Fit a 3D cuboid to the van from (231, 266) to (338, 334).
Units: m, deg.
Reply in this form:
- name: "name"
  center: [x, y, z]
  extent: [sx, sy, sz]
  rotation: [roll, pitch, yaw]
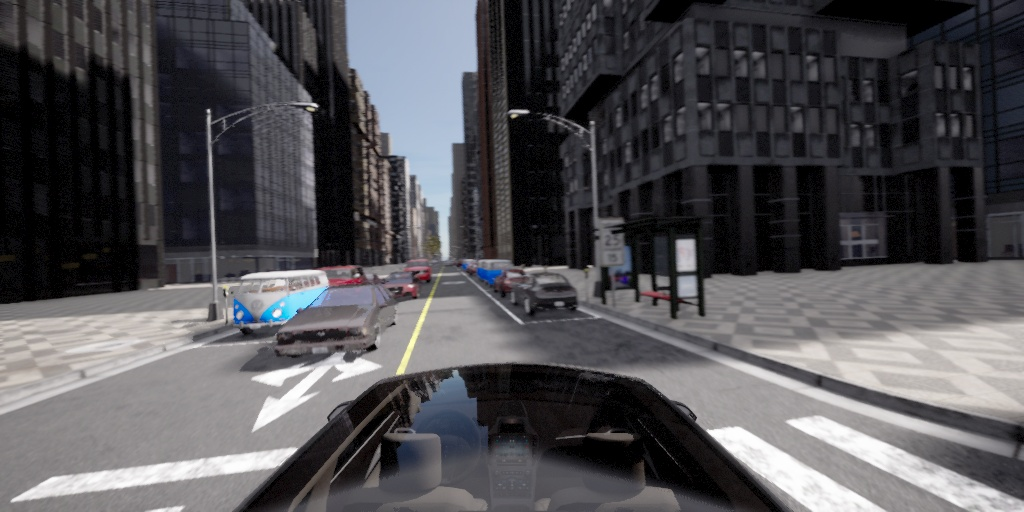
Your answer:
- name: "van"
  center: [-7.286, 1.382, 11.732]
  extent: [1.690, 1.789, 3.998]
  rotation: [0, 0, -10]

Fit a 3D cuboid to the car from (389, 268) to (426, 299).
- name: "car"
  center: [-6.000, 1.561, 19.401]
  extent: [1.994, 1.385, 4.181]
  rotation: [-2, 0, -10]

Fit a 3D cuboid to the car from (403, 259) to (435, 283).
- name: "car"
  center: [-8.246, 1.317, 31.658]
  extent: [2.150, 2.045, 5.566]
  rotation: [-2, 0, -10]

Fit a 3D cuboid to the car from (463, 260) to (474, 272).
- name: "car"
  center: [-5.027, 1.579, 46.775]
  extent: [1.802, 1.307, 4.207]
  rotation: [0, 0, -10]

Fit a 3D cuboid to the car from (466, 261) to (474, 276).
- name: "car"
  center: [-4.007, 1.530, 41.190]
  extent: [1.802, 1.307, 4.207]
  rotation: [0, 0, -10]

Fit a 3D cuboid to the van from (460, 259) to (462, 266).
- name: "van"
  center: [-7.068, 1.435, 57.946]
  extent: [1.690, 1.789, 3.998]
  rotation: [0, 0, -10]

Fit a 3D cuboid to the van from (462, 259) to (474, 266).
- name: "van"
  center: [-6.048, 1.386, 52.361]
  extent: [1.690, 1.789, 3.998]
  rotation: [0, 0, -10]

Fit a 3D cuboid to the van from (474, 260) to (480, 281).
- name: "van"
  center: [-1.967, 1.193, 30.021]
  extent: [1.690, 1.789, 3.998]
  rotation: [0, 0, -10]

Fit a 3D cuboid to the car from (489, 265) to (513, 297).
- name: "car"
  center: [0.073, 1.343, 18.852]
  extent: [1.802, 1.307, 4.207]
  rotation: [0, 0, -10]

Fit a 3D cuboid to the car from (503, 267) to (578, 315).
- name: "car"
  center: [1.093, 1.267, 13.266]
  extent: [2.007, 1.370, 4.403]
  rotation: [0, 0, -10]

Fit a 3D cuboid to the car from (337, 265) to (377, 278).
- name: "car"
  center: [-8.306, 1.400, 17.317]
  extent: [2.192, 1.841, 5.009]
  rotation: [0, 0, -10]

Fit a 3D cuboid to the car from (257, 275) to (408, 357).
- name: "car"
  center: [-4.219, 1.467, 9.592]
  extent: [2.033, 1.411, 5.357]
  rotation: [-2, 0, -10]

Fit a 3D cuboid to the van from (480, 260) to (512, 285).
- name: "van"
  center: [-0.947, 1.147, 24.437]
  extent: [1.690, 1.789, 3.998]
  rotation: [0, 0, -10]
